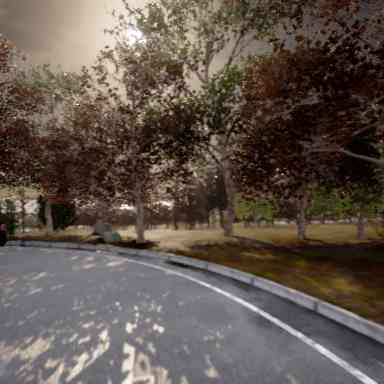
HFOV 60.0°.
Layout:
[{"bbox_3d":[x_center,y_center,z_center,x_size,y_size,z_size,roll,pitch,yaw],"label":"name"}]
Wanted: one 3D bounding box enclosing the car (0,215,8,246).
[{"bbox_3d":[-10.765,1.760,14.620,5.566,2.045,2.150,-2,-1,21],"label":"car"}]
